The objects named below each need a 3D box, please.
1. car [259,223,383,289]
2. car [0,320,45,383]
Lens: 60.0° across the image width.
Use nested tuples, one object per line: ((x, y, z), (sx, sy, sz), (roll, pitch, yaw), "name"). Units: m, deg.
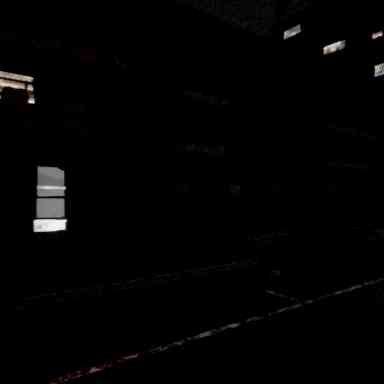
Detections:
((3.776, 1.570, 9.240), (4.313, 1.339, 1.947), (0, 1, -35), "car")
((-3.161, 1.477, 1.123), (5.008, 1.535, 1.882), (0, 0, -36), "car")
